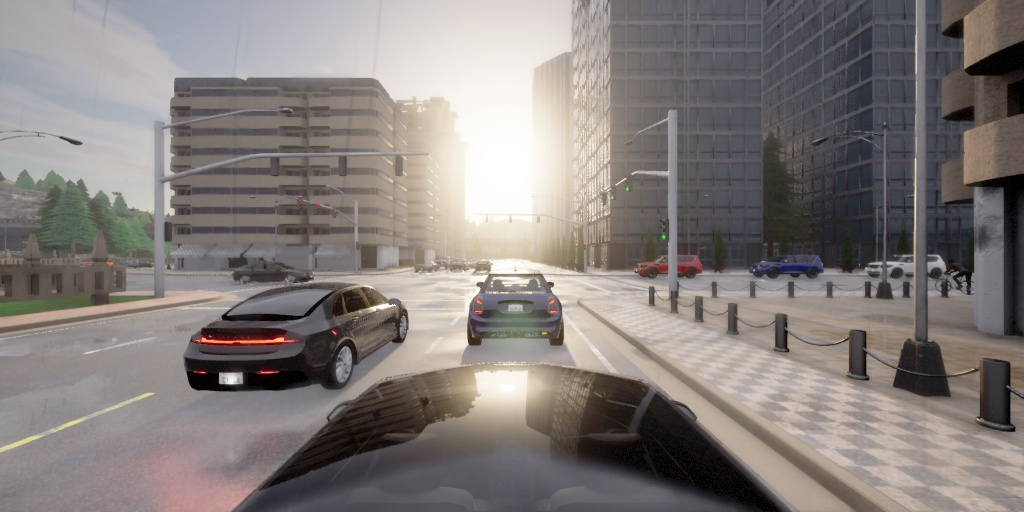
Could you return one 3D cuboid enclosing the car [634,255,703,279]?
[{"bbox_3d":[13.706,0.917,31.524,5.566,2.045,2.150,0,0,0],"label":"car"}]

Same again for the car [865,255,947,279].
[{"bbox_3d":[34.388,0.916,31.387,5.566,2.045,2.150,0,0,0],"label":"car"}]

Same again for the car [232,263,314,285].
[{"bbox_3d":[-16.502,1.200,24.935,4.892,1.490,1.837,0,0,-6],"label":"car"}]

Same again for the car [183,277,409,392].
[{"bbox_3d":[-3.427,1.255,6.819,1.837,1.490,4.892,0,0,0],"label":"car"}]

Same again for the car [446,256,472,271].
[{"bbox_3d":[-7.045,1.102,48.185,2.097,1.767,4.553,0,0,0],"label":"car"}]

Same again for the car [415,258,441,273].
[{"bbox_3d":[-10.590,1.276,44.602,1.812,1.442,4.674,0,0,1],"label":"car"}]

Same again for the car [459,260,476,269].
[{"bbox_3d":[-7.021,1.297,57.656,2.033,1.411,5.357,0,0,0],"label":"car"}]

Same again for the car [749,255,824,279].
[{"bbox_3d":[24.026,0.916,31.455,5.566,2.045,2.150,0,0,1],"label":"car"}]

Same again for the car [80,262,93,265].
[{"bbox_3d":[-32.861,1.295,25.455,4.718,1.301,1.895,0,0,10],"label":"car"}]

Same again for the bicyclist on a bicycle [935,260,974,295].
[{"bbox_3d":[21.018,0.996,16.992,0.582,1.620,1.656,0,0,0],"label":"bicyclist on a bicycle"}]

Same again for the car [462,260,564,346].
[{"bbox_3d":[0.090,1.102,9.591,2.097,1.767,4.553,0,0,0],"label":"car"}]

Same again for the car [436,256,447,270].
[{"bbox_3d":[-10.535,0.971,54.308,2.150,2.045,5.566,0,0,0],"label":"car"}]

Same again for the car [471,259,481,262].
[{"bbox_3d":[-3.427,1.256,43.869,1.837,1.490,4.892,0,0,1],"label":"car"}]
